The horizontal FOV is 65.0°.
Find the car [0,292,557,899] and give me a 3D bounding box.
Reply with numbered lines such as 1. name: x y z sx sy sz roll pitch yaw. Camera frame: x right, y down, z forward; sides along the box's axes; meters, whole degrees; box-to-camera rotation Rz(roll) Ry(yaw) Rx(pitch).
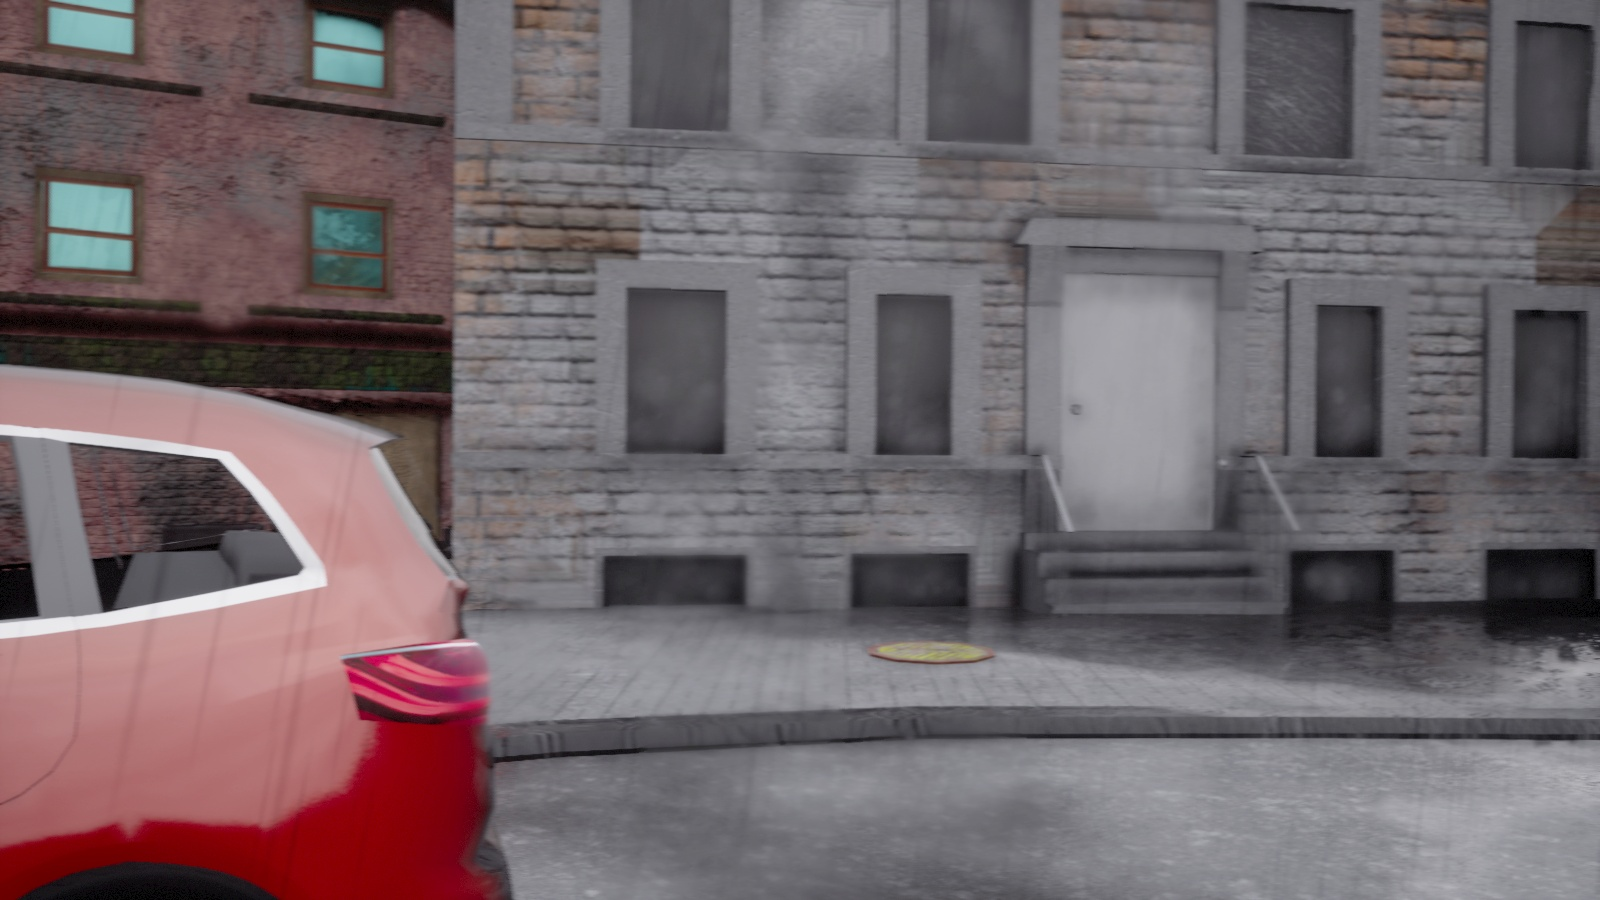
1. car: -3.055 0.568 2.499 4.611 1.667 2.242 0 0 -27
